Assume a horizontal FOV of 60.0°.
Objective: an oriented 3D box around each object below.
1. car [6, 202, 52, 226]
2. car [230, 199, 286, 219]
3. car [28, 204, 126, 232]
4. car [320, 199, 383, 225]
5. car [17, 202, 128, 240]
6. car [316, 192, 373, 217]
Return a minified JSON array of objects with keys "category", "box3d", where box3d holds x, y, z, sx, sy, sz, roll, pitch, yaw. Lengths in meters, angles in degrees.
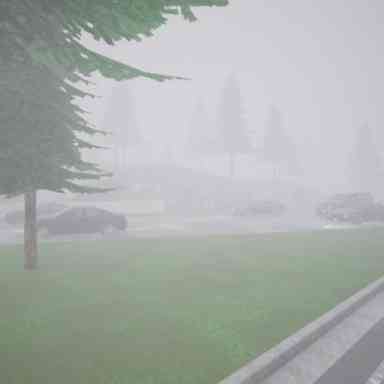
[{"category":"car","box3d":[-10.025,1.466,22.945,5.008,1.535,1.882,0,0,-18]},{"category":"car","box3d":[5.543,1.383,27.903,4.902,1.511,2.128,0,0,-21]},{"category":"car","box3d":[-6.865,1.527,20.264,5.357,1.411,2.033,0,0,-17]},{"category":"car","box3d":[11.711,1.420,22.808,5.357,1.411,2.033,0,0,-26]},{"category":"car","box3d":[-5.797,1.461,16.917,5.008,1.535,1.882,-1,0,-18]},{"category":"car","box3d":[12.668,1.073,27.284,5.566,2.045,2.150,-1,0,-30]}]
